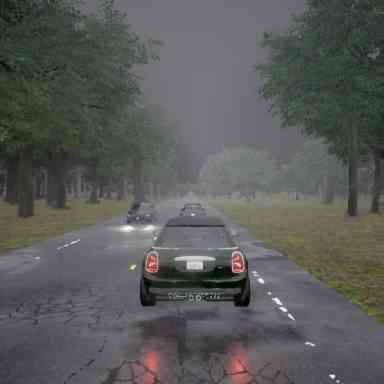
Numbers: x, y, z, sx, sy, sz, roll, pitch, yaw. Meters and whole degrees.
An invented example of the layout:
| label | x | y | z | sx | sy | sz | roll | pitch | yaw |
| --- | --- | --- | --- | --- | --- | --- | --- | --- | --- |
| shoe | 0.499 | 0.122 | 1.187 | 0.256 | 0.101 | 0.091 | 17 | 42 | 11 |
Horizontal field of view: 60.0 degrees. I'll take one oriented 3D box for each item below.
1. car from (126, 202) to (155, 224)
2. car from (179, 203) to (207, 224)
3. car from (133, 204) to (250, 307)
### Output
| label | x | y | z | sx | sy | sz | roll | pitch | yaw |
| --- | --- | --- | --- | --- | --- | --- | --- | --- | --- |
| car | -3.627 | 1.508 | 24.604 | 1.837 | 1.490 | 4.892 | 0 | 0 | 0 |
| car | 0.071 | 1.568 | 25.441 | 1.994 | 1.385 | 4.181 | 0 | 0 | 0 |
| car | 0.088 | 1.352 | 8.158 | 2.097 | 1.767 | 4.553 | 0 | 0 | 1 |
